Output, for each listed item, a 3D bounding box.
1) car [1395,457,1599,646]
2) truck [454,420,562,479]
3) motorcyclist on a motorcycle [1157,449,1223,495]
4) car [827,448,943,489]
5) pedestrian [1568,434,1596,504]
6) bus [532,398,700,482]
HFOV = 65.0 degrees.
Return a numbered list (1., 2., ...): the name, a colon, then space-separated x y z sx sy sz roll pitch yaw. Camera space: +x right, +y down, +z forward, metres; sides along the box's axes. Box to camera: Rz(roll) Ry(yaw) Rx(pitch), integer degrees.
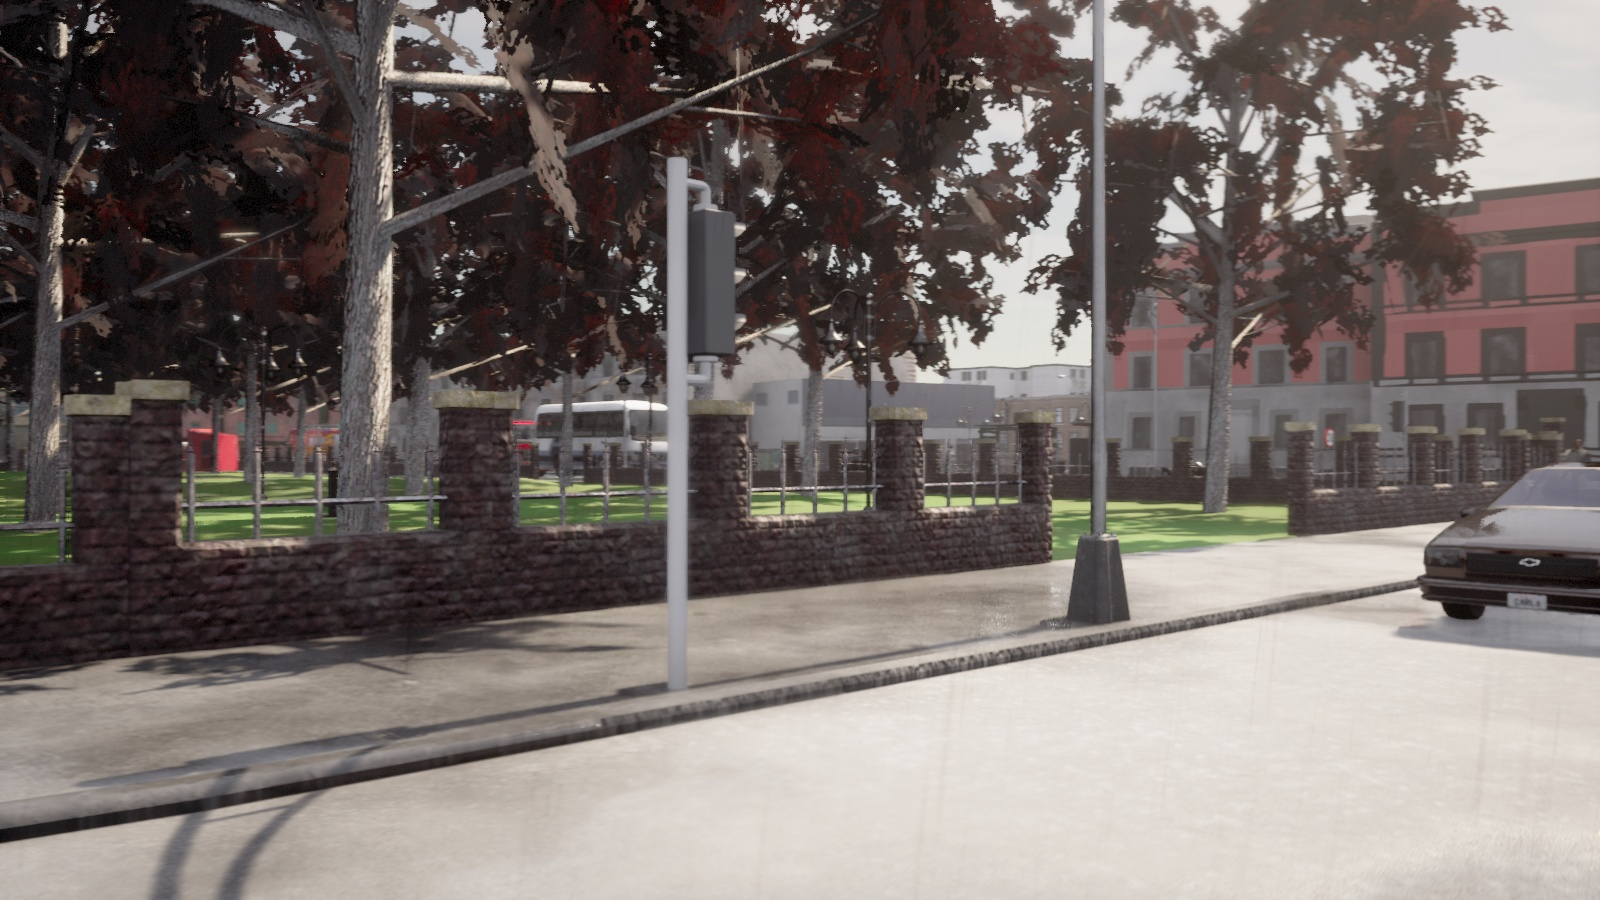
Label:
1. car: 7.660 0.781 11.775 5.357 1.411 2.033 0 0 -45
2. truck: -18.016 -0.024 77.058 2.891 3.462 7.936 0 0 -43
3. motorcyclist on a motorcycle: 13.329 0.746 42.948 0.797 1.523 2.044 0 0 -42
4. car: 3.591 0.754 53.545 2.033 1.649 4.856 0 0 -43
5. pedestrian: 20.879 0.505 33.542 0.540 1.848 0.694 0 0 24
6. bus: -10.209 -0.467 68.569 3.944 4.253 10.273 0 0 -43
